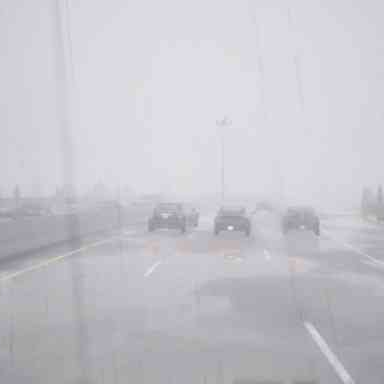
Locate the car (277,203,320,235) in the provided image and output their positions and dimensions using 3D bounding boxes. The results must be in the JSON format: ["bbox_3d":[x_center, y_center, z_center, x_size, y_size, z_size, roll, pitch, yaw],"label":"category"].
[{"bbox_3d":[6.068,1.504,19.017,1.837,1.490,4.892,0,0,13],"label":"car"}]

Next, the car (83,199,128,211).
[{"bbox_3d":[-8.509,1.427,32.181,1.837,1.490,4.892,0,0,19],"label":"car"}]

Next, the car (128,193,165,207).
[{"bbox_3d":[-4.379,1.162,33.463,2.150,2.045,5.566,0,0,20],"label":"car"}]

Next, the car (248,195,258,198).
[{"bbox_3d":[12.845,1.454,68.833,1.837,1.490,4.892,0,0,42],"label":"car"}]

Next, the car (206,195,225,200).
[{"bbox_3d":[4.630,1.284,64.314,2.097,1.767,4.553,0,0,37],"label":"car"}]

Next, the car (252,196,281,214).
[{"bbox_3d":[8.104,1.490,35.790,1.837,1.490,4.892,0,0,24],"label":"car"}]

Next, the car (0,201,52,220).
[{"bbox_3d":[-13.776,1.455,27.023,2.033,1.411,5.357,0,0,15],"label":"car"}]

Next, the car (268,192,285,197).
[{"bbox_3d":[17.112,1.068,68.259,2.150,2.045,5.566,0,0,42],"label":"car"}]

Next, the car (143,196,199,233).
[{"bbox_3d":[-0.945,1.322,19.592,2.097,1.767,4.553,0,0,12],"label":"car"}]

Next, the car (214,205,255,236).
[{"bbox_3d":[2.387,1.490,18.583,1.837,1.490,4.892,0,0,12],"label":"car"}]
